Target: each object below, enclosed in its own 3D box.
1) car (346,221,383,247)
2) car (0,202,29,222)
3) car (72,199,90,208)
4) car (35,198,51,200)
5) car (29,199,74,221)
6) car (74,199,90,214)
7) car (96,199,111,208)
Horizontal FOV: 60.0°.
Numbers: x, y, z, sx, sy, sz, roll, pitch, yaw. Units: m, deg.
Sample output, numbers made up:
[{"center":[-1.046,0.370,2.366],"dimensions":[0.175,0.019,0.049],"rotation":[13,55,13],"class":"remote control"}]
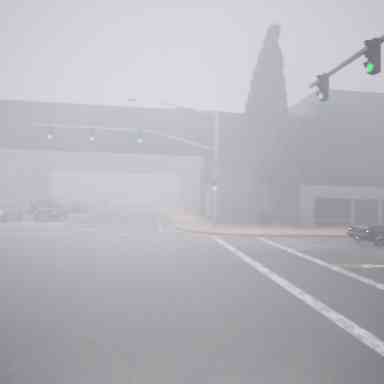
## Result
[{"center":[10.703,2.088,17.424],"dimensions":[4.718,1.301,1.895],"rotation":[1,-1,-7],"class":"car"},{"center":[-14.997,1.504,26.375],"dimensions":[1.812,1.442,4.674],"rotation":[1,-1,-7],"class":"car"},{"center":[-18.451,1.834,55.374],"dimensions":[1.994,1.385,4.181],"rotation":[1,-1,-6],"class":"car"},{"center":[-16.151,1.430,35.950],"dimensions":[2.097,1.767,4.553],"rotation":[1,-1,-7],"class":"car"},{"center":[-11.662,1.606,27.954],"dimensions":[1.812,1.442,4.674],"rotation":[1,-1,-7],"class":"car"},{"center":[-12.871,1.727,37.919],"dimensions":[2.033,1.411,5.357],"rotation":[1,-1,-7],"class":"car"},{"center":[-15.169,1.900,57.345],"dimensions":[1.812,1.442,4.674],"rotation":[1,-1,-6],"class":"car"}]
